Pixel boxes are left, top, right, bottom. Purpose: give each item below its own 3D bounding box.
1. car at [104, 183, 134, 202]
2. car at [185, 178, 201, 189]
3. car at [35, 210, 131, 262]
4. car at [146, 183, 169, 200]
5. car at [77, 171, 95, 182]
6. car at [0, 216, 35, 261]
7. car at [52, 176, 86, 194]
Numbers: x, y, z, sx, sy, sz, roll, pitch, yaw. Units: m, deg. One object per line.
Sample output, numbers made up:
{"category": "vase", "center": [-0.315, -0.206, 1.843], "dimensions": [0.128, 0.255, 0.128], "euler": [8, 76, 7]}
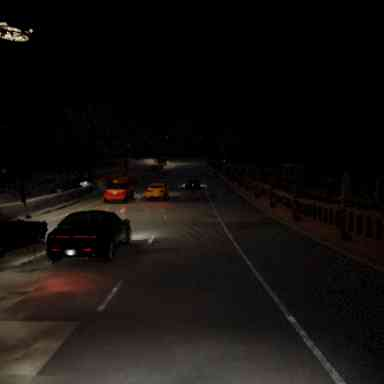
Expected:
{"category": "car", "center": [-6.905, -0.102, 31.880], "dimensions": [2.097, 1.767, 4.553], "euler": [0, 6, 0]}
{"category": "car", "center": [0.124, -1.146, 42.849], "dimensions": [1.994, 1.385, 4.181], "euler": [0, 7, 0]}
{"category": "car", "center": [-3.402, 1.402, 11.733], "dimensions": [1.837, 1.490, 4.892], "euler": [0, 1, 0]}
{"category": "car", "center": [-3.404, -0.140, 33.379], "dimensions": [1.882, 1.535, 5.008], "euler": [0, 6, 0]}
{"category": "car", "center": [-17.420, -2.624, 54.322], "dimensions": [2.097, 1.767, 4.553], "euler": [0, 7, 0]}
{"category": "car", "center": [-6.902, 1.499, 11.736], "dimensions": [1.895, 1.301, 4.718], "euler": [0, 2, 0]}
{"category": "car", "center": [-14.083, -0.585, 37.380], "dimensions": [2.128, 1.511, 4.902], "euler": [0, 7, 0]}
